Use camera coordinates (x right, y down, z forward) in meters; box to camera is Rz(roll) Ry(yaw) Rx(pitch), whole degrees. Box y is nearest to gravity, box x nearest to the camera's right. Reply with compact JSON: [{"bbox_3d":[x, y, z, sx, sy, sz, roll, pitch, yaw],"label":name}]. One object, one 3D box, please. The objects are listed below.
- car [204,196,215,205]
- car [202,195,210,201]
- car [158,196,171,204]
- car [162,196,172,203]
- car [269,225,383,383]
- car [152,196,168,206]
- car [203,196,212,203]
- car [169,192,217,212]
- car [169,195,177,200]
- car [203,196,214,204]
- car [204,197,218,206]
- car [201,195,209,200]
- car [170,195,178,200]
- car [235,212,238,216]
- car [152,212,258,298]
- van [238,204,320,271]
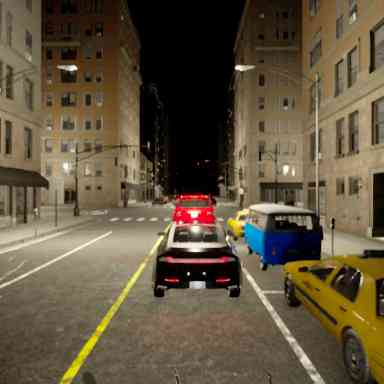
[{"bbox_3d":[3.108,1.490,59.451,1.887,1.381,4.507,1,0,1],"label":"car"},{"bbox_3d":[3.408,1.486,81.571,1.947,1.339,4.313,1,0,1],"label":"car"},{"bbox_3d":[-5.342,1.491,65.090,2.008,1.369,4.403,1,0,1],"label":"car"},{"bbox_3d":[-5.266,1.479,70.618,1.887,1.381,4.507,1,0,1],"label":"car"},{"bbox_3d":[2.679,1.521,5.080,1.752,1.417,4.829,1,0,0],"label":"car"},{"bbox_3d":[-5.492,1.534,54.032,1.802,1.307,4.206,1,0,1],"label":"car"},{"bbox_3d":[3.258,1.478,70.511,1.887,1.381,4.507,1,0,1],"label":"car"},{"bbox_3d":[0.115,1.207,18.698,2.150,2.045,5.566,0,0,0],"label":"car"},{"bbox_3d":[-5.043,1.440,87.035,1.752,1.417,4.829,1,0,1],"label":"car"},{"bbox_3d":[3.183,1.490,64.981,2.008,1.369,4.403,1,0,1],"label":"car"},{"bbox_3d":[3.033,1.517,53.920,1.947,1.339,4.313,1,0,1],"label":"car"},{"bbox_3d":[3.558,1.457,92.632,2.008,1.369,4.403,1,0,1],"label":"car"},{"bbox_3d":[-4.966,1.473,92.734,1.947,1.339,4.313,1,0,1],"label":"car"},{"bbox_3d":[2.688,1.512,16.427,1.752,1.417,4.829,1,0,0],"label":"car"},{"bbox_3d":[0.105,1.485,8.513,2.128,1.511,4.902,0,0,0],"label":"car"},{"bbox_3d":[2.686,1.332,10.583,1.690,1.788,3.998,1,0,0],"label":"van"}]
